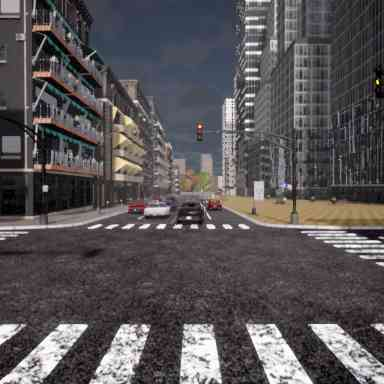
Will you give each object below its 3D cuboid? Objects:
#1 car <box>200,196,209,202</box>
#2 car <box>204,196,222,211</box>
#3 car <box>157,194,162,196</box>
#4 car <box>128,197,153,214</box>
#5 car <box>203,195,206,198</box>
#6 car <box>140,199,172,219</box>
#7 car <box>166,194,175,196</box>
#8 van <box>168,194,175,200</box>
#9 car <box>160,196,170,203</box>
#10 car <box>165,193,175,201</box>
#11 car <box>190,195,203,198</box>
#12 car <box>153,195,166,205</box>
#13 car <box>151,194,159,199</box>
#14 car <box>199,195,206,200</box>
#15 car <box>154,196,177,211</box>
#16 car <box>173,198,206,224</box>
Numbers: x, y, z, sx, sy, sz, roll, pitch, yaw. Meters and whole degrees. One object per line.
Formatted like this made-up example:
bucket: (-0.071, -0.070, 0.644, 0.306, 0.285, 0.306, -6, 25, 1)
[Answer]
car: (2.765, 1.545, 74.921, 1.887, 1.381, 4.507, -1, 0, 0)
car: (2.711, 1.539, 41.027, 1.887, 1.381, 4.507, -1, 0, 0)
car: (-5.621, 1.310, 52.282, 2.192, 1.841, 5.009, -1, 0, 0)
car: (-5.645, 1.539, 35.334, 1.887, 1.381, 4.507, -1, 0, 0)
car: (2.747, 1.548, 63.623, 2.008, 1.369, 4.403, -1, 0, 0)
car: (-3.053, 1.596, 29.383, 1.895, 1.301, 4.718, 0, 0, 0)
car: (-3.010, 1.500, 49.625, 1.837, 1.490, 4.892, 0, 0, 0)
van: (-5.558, 1.347, 91.823, 1.690, 1.788, 3.998, -1, 0, 0)
car: (-5.591, 1.581, 69.228, 1.802, 1.307, 4.206, -1, 0, 0)
car: (-5.568, 1.318, 86.175, 2.192, 1.841, 5.009, -1, 0, 0)
car: (0.195, 1.543, 55.021, 2.033, 1.411, 5.357, 0, 0, -2)
car: (-5.611, 1.436, 57.930, 1.967, 1.590, 4.097, -1, 0, 0)
car: (-5.638, 1.434, 40.983, 1.967, 1.590, 4.097, -1, 0, 0)
car: (2.792, 1.531, 92.039, 1.752, 1.417, 4.829, -1, 0, 0)
car: (-3.025, 1.558, 39.444, 1.994, 1.385, 4.181, 0, 0, 1)
car: (-0.082, 1.501, 25.017, 1.837, 1.490, 4.892, 1, 0, 3)
